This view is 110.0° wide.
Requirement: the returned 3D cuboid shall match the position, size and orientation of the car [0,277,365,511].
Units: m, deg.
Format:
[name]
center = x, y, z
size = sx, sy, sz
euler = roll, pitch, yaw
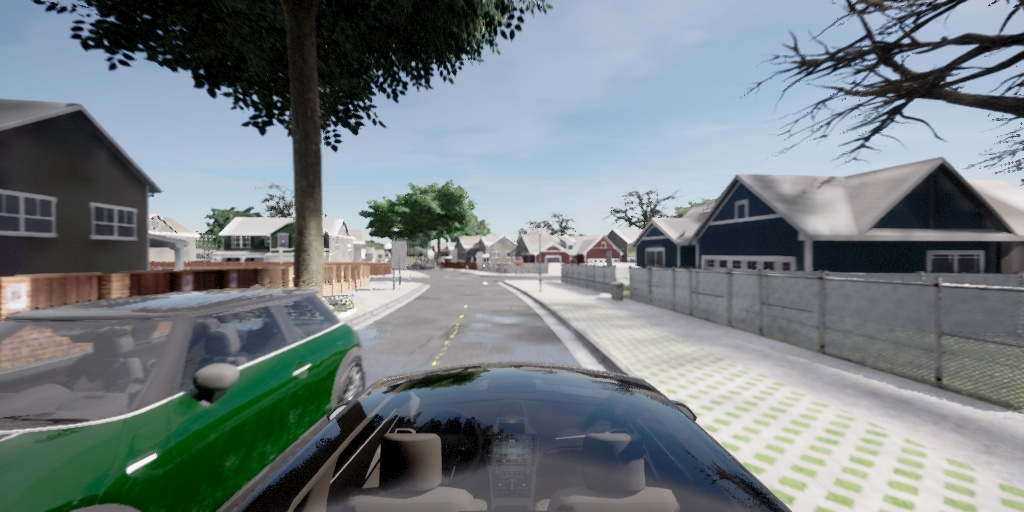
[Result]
[car]
center = -2.951, 1.123, 2.802
size = 2.097, 1.767, 4.553
euler = 0, -1, -1
